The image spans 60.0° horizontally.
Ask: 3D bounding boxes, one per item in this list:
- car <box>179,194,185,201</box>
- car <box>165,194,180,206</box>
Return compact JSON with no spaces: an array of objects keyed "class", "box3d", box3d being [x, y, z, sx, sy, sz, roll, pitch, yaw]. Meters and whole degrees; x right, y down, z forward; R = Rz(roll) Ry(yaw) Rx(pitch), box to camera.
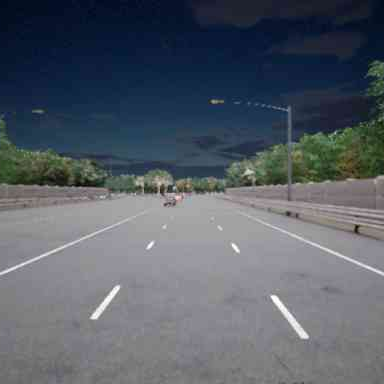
[{"class":"car","box3d":[-3.514,1.299,80.490,2.097,1.767,4.553,0,0,0]},{"class":"car","box3d":[-3.509,1.503,55.021,2.033,1.411,5.357,0,0,0]}]
